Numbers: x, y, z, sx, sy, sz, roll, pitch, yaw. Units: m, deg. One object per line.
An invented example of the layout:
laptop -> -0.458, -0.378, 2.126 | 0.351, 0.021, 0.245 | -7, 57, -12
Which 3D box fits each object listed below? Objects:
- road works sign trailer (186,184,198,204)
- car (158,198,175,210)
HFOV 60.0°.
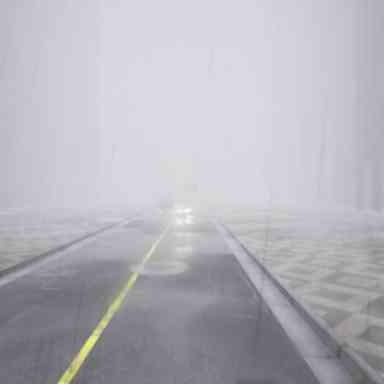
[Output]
road works sign trailer -> 0.001, 0.329, 62.148 | 2.380, 3.560, 2.880 | 0, 0, 0
car -> -3.093, 1.444, 40.784 | 2.033, 1.411, 5.357 | 0, 0, 0
